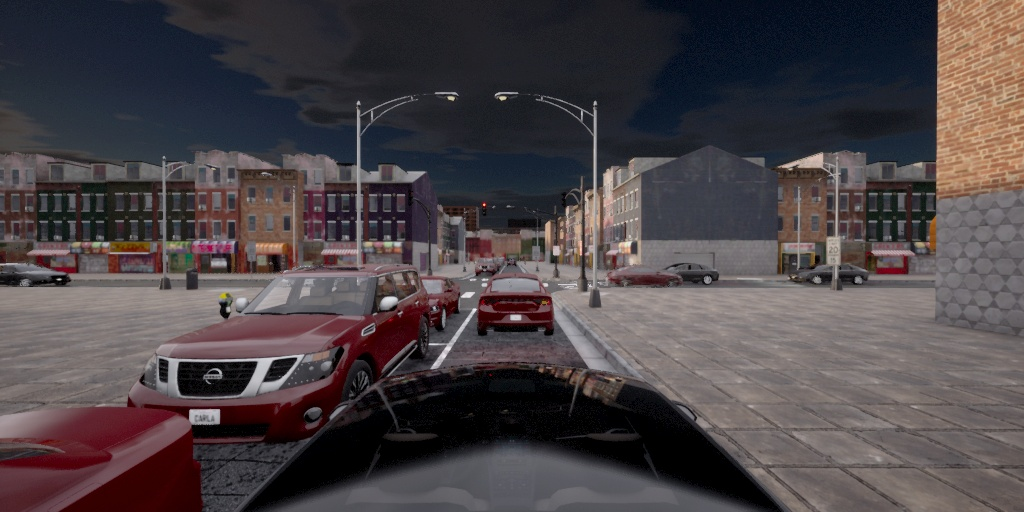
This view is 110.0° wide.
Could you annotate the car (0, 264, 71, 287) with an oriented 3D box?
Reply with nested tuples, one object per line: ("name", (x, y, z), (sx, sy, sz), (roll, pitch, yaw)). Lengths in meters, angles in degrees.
("car", (-31.355, 1.245, 22.912), (4.892, 1.490, 1.837), (0, 0, 0))

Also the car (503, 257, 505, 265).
("car", (-2.684, 1.337, 64.575), (2.007, 1.370, 4.403), (0, 0, 0))

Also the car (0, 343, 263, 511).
("car", (-2.638, 1.295, 0.164), (1.888, 1.381, 4.507), (0, 0, 0))

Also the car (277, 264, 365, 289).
("car", (-12.117, 1.279, 22.982), (4.674, 1.442, 1.812), (0, 0, -2))

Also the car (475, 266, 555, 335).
("car", (0.090, 1.227, 10.496), (1.882, 1.535, 5.008), (0, 0, 0))

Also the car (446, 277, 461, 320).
("car", (-2.645, 1.294, 11.032), (1.888, 1.381, 4.507), (0, 0, 0))

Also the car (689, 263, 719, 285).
("car", (12.210, 1.264, 25.812), (4.892, 1.490, 1.837), (0, 0, 0))

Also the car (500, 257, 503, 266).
("car", (-2.673, 1.081, 48.295), (2.192, 1.841, 5.009), (0, 0, 0))

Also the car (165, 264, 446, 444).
("car", (-2.641, 1.064, 5.598), (2.192, 1.841, 5.009), (0, 0, 0))

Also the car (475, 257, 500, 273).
("car", (-2.665, 1.072, 37.441), (2.192, 1.841, 5.009), (0, 0, 0))

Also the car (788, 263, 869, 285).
("car", (22.675, 1.278, 25.802), (4.892, 1.490, 1.837), (0, 0, 0))

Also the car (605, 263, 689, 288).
("car", (8.350, 1.301, 22.869), (4.674, 1.442, 1.812), (0, 0, 0))
